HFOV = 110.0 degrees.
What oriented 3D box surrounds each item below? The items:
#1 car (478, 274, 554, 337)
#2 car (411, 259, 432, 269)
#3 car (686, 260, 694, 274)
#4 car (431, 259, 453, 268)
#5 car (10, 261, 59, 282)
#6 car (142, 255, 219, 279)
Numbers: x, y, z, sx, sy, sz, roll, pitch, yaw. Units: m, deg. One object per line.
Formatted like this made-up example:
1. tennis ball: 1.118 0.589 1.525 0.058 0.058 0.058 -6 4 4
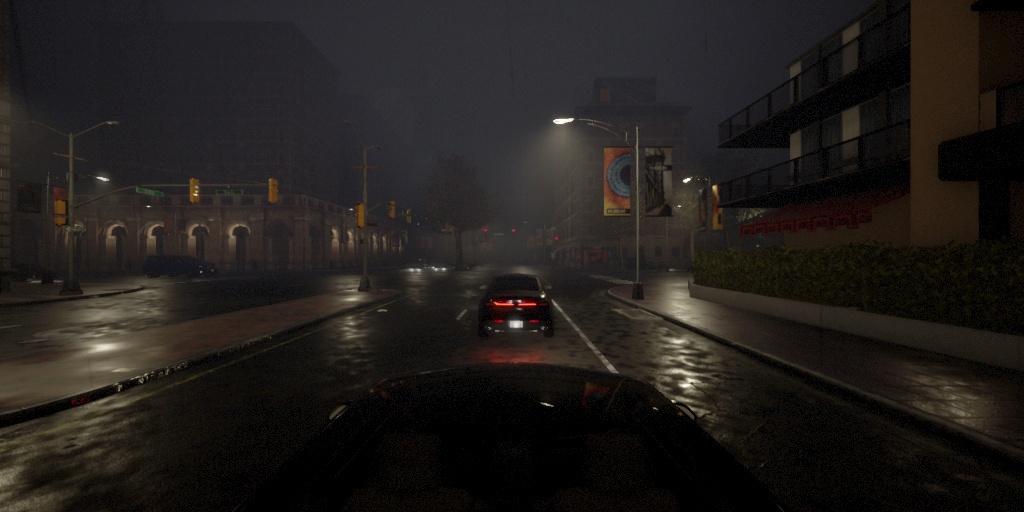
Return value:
1. car: 0.109 1.255 10.304 1.837 1.490 4.892 0 0 0
2. car: -14.862 1.241 57.928 2.128 1.511 4.902 0 0 0
3. car: 21.863 1.350 39.565 4.718 1.301 1.895 0 0 0
4. car: -11.357 1.313 58.700 1.994 1.385 4.181 0 0 0
5. car: -39.491 1.314 28.851 4.181 1.385 1.994 0 0 0
6. car: -29.943 0.971 32.447 5.566 2.045 2.150 0 0 -2
